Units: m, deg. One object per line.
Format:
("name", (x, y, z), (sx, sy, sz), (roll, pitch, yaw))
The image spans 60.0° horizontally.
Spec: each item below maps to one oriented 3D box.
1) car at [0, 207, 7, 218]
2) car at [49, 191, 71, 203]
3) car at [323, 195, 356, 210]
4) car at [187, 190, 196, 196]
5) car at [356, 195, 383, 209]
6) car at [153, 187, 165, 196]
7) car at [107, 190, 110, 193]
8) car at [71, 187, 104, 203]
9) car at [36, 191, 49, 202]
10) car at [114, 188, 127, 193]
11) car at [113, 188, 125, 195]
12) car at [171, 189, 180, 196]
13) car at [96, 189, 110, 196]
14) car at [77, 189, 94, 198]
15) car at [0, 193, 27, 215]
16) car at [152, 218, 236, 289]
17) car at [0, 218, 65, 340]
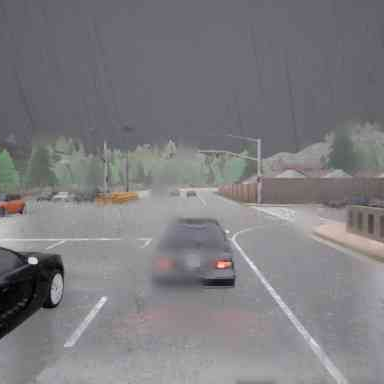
("car", (-6.944, 1.358, 8.137), (1.882, 1.535, 5.008), (0, 1, 0))
("car", (-17.711, 0.695, 46.261), (1.812, 1.442, 4.674), (0, 1, 0))
("car", (15.818, 0.973, 32.699), (5.357, 1.411, 2.033), (0, 1, 2))
("car", (-0.187, 0.199, 74.166), (1.994, 1.385, 4.181), (0, 1, 0))
("car", (17.798, 1.041, 29.131), (5.357, 1.411, 2.033), (0, 1, 2))
("car", (-7.156, -0.105, 72.828), (2.150, 2.045, 5.566), (0, 1, 0))
("car", (-17.675, 0.334, 66.616), (2.033, 1.411, 5.357), (0, 1, 0))
("car", (-14.214, 0.401, 45.788), (2.150, 2.045, 5.566), (0, 1, 0))
("car", (-21.219, 0.618, 49.255), (1.837, 1.490, 4.892), (0, 1, 0))
("car", (-14.183, 0.142, 66.428), (2.097, 1.767, 4.553), (0, 1, 0))
("car", (-17.708, -0.209, 81.349), (1.882, 1.535, 5.008), (0, 1, 0))
("car", (-3.673, 0.177, 73.572), (2.128, 1.511, 4.902), (0, 1, 0))
("car", (-21.203, 0.052, 79.420), (2.128, 1.511, 4.902), (0, 1, 0))
("car", (-21.170, 0.271, 66.263), (1.882, 1.535, 5.008), (0, 1, 0))
("car", (-14.162, 0.931, 24.437), (2.097, 1.767, 4.553), (0, 1, 0))
("car", (0.089, 1.417, 8.986), (2.033, 1.411, 5.357), (0, 1, 1))
("car", (-3.453, 1.421, 4.613), (1.882, 1.535, 5.008), (0, 1, 0))
